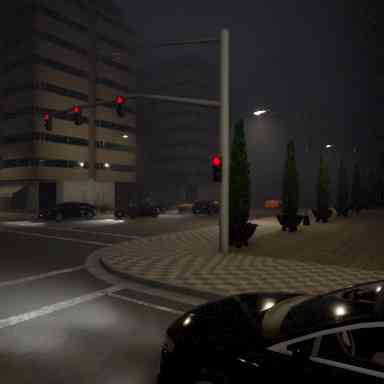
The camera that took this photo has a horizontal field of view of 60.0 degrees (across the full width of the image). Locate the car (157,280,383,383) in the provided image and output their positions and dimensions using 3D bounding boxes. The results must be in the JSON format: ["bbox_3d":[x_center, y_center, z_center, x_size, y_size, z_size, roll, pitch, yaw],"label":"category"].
[{"bbox_3d":[1.890,1.492,2.626,4.902,1.511,2.128,0,0,36],"label":"car"}]

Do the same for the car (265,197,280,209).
[{"bbox_3d":[11.944,1.408,46.315,2.097,1.767,4.553,0,0,35],"label":"car"}]

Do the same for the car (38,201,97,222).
[{"bbox_3d":[-10.172,1.560,27.488,1.837,1.490,4.892,0,0,35],"label":"car"}]

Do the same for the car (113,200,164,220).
[{"bbox_3d":[-4.797,1.619,29.032,1.994,1.385,4.181,0,0,35],"label":"car"}]

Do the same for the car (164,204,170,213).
[{"bbox_3d":[-4.552,1.603,35.445,2.033,1.411,5.357,0,0,35],"label":"car"}]

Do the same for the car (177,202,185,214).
[{"bbox_3d":[0.353,1.533,36.320,1.882,1.535,5.008,0,0,35],"label":"car"}]

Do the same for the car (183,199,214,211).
[{"bbox_3d":[0.899,1.619,43.135,1.994,1.385,4.181,0,0,36],"label":"car"}]

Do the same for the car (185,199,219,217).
[{"bbox_3d":[1.913,1.546,32.137,2.128,1.511,4.902,0,0,35],"label":"car"}]
